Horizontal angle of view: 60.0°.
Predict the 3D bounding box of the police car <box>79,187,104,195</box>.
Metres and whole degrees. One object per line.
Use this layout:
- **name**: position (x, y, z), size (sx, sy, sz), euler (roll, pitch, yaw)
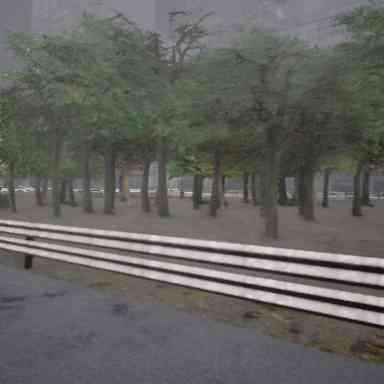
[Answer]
- **police car**: position (-20.403, -0.162, 67.913), size (4.974, 1.542, 2.038), euler (0, 1, 4)
